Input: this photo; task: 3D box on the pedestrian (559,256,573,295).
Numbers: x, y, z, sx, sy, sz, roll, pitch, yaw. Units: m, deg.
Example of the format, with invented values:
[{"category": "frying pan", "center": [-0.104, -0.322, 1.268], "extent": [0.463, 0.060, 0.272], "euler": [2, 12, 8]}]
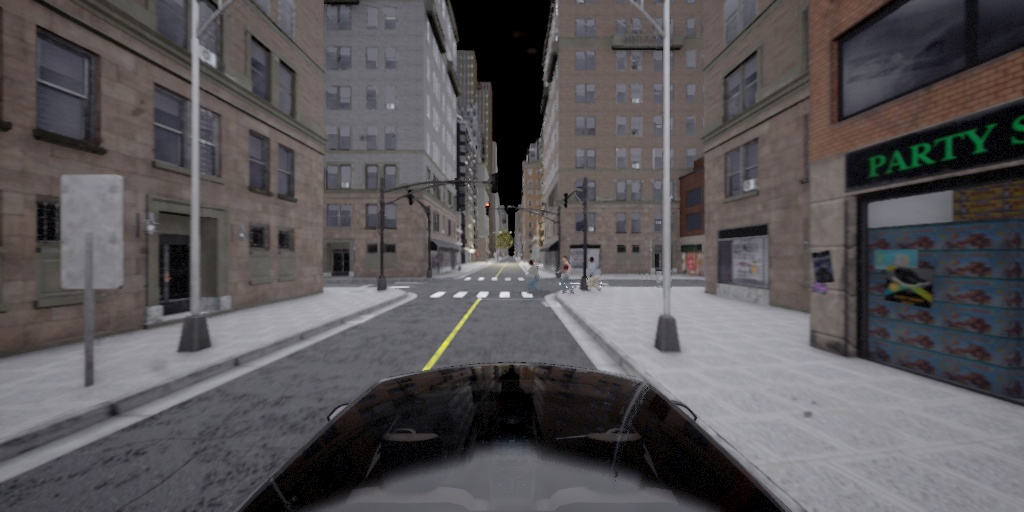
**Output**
[{"category": "pedestrian", "center": [2.507, 0.865, 16.736], "extent": [0.375, 1.860, 0.375], "euler": [0, 0, 0]}]

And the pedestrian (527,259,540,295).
[{"category": "pedestrian", "center": [1.058, 1.017, 17.936], "extent": [0.375, 1.860, 0.375], "euler": [0, 0, 0]}]

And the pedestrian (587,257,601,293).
[{"category": "pedestrian", "center": [3.965, 0.862, 17.336], "extent": [0.375, 1.860, 0.375], "euler": [0, 0, 0]}]
